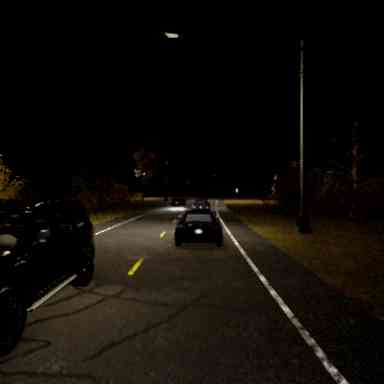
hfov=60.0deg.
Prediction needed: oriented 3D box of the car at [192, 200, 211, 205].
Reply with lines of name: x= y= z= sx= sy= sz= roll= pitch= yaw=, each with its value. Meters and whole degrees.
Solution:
car: x=0.937 y=1.457 z=33.339 sx=2.033 sy=1.411 sz=5.357 roll=0 pitch=0 yaw=3

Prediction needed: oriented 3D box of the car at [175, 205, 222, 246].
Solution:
car: x=0.306 y=1.525 z=15.125 sx=1.994 sy=1.385 sz=4.181 roll=0 pitch=0 yaw=1

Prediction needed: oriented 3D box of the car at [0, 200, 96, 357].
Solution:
car: x=-3.545 y=1.204 z=6.359 sx=2.150 sy=2.045 sz=5.566 roll=0 pitch=0 yaw=1

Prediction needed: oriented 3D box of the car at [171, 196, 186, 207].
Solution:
car: x=-1.902 y=1.341 z=48.019 sx=2.128 sy=1.511 sz=4.902 roll=0 pitch=0 yaw=4
